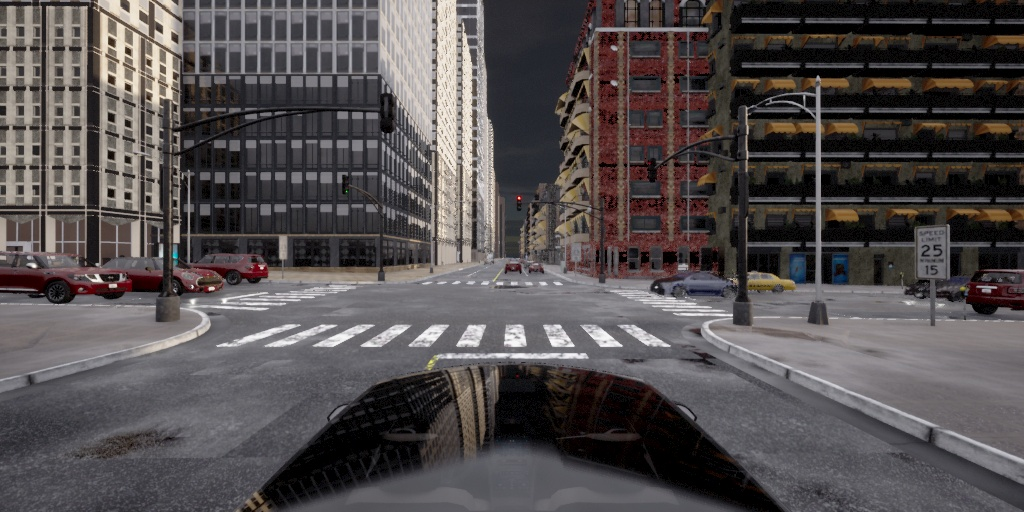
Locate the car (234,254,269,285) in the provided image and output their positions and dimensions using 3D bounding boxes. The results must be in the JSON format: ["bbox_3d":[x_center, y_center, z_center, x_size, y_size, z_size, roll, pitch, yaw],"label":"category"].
[{"bbox_3d":[-17.680,0.776,21.856,5.009,1.841,2.192,0,0,0],"label":"car"}]

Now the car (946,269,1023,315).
[{"bbox_3d":[20.616,1.461,13.785,5.009,1.841,2.192,0,0,0],"label":"car"}]

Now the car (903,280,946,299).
[{"bbox_3d":[24.867,1.785,19.573,5.357,1.411,2.033,1,0,0],"label":"car"}]

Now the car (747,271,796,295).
[{"bbox_3d":[14.660,1.587,22.090,4.829,1.417,1.751,0,0,0],"label":"car"}]

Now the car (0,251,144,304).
[{"bbox_3d":[-17.558,0.757,13.477,5.009,1.841,2.192,0,0,0],"label":"car"}]

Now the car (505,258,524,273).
[{"bbox_3d":[0.152,1.238,43.517,1.882,1.535,5.008,0,0,0],"label":"car"}]

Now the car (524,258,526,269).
[{"bbox_3d":[2.769,1.317,54.723,2.007,1.370,4.403,0,0,0],"label":"car"}]

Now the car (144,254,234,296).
[{"bbox_3d":[-15.722,0.835,16.082,4.553,1.767,2.097,1,0,0],"label":"car"}]

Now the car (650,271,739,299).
[{"bbox_3d":[9.726,1.525,19.313,4.181,1.385,1.994,1,0,-4],"label":"car"}]

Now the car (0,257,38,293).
[{"bbox_3d":[-24.941,0.789,16.018,5.008,1.535,1.882,1,0,-1],"label":"car"}]

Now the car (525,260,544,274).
[{"bbox_3d":[2.800,1.341,41.805,1.802,1.307,4.207,0,0,0],"label":"car"}]
